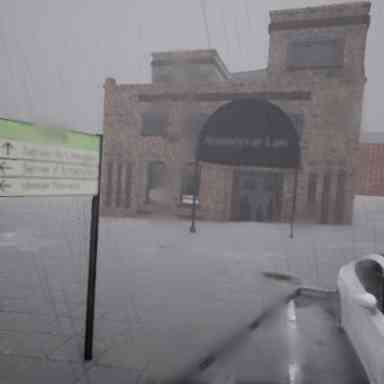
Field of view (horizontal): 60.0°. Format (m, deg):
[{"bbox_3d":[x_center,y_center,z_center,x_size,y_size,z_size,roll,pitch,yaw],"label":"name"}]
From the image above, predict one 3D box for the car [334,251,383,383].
[{"bbox_3d":[2.875,1.510,3.883,2.002,1.452,4.674,0,-1,15],"label":"car"}]
